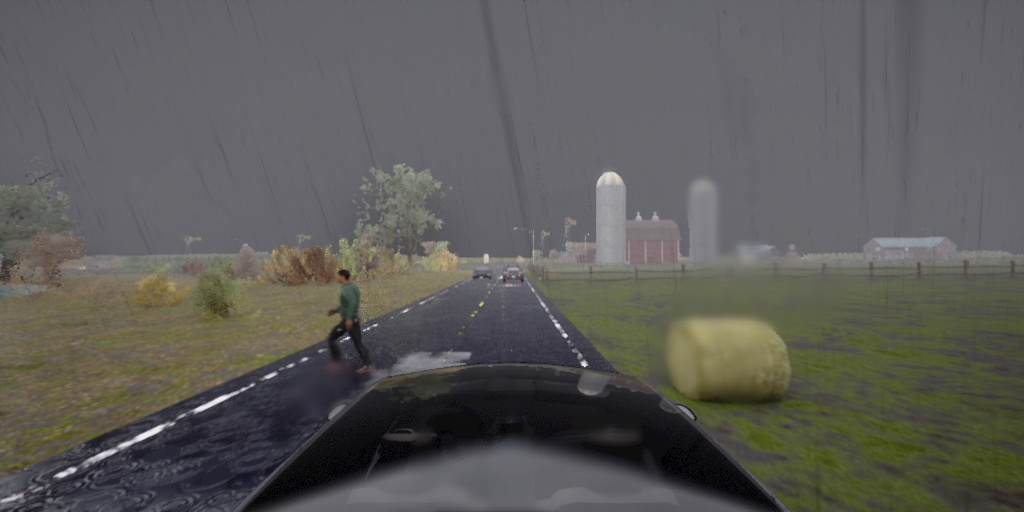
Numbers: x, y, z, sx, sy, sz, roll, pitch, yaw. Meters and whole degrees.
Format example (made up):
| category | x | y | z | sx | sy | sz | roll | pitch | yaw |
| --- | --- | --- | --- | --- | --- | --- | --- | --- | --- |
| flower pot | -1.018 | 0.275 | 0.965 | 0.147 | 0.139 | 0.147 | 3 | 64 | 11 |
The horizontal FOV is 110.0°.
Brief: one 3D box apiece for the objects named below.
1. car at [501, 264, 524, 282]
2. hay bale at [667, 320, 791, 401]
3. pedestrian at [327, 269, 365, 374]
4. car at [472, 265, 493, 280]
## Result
| category | x | y | z | sx | sy | sz | roll | pitch | yaw |
| --- | --- | --- | --- | --- | --- | --- | --- | --- | --- |
| car | 0.101 | 1.599 | 32.774 | 1.812 | 1.442 | 4.674 | 0 | -1 | -1 |
| hay bale | 3.126 | 1.441 | 5.345 | 1.220 | 1.180 | 1.240 | 0 | 0 | 0 |
| pedestrian | -2.839 | 1.089 | 6.148 | 0.375 | 1.860 | 0.375 | -1 | 0 | -3 |
| car | -2.838 | 1.655 | 35.922 | 2.033 | 1.411 | 5.357 | 0 | -1 | 0 |
